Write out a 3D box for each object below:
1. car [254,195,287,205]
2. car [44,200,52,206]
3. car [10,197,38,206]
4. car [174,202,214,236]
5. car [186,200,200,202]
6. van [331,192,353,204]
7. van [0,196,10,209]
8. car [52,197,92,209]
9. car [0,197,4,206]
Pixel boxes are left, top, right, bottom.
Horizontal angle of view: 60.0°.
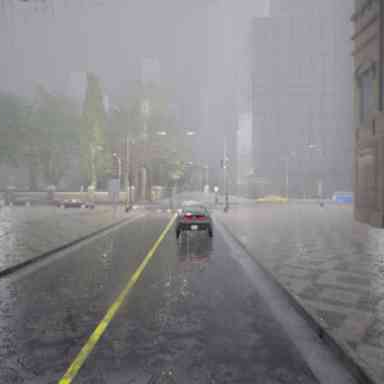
[{"bbox_3d":[11.964,1.158,50.623,4.829,1.417,1.752,-1,1,0],"label":"car"},{"bbox_3d":[-20.382,1.456,50.840,4.206,1.307,1.802,0,1,0],"label":"car"},{"bbox_3d":[-25.907,1.453,50.876,4.403,1.369,2.008,0,1,0],"label":"car"},{"bbox_3d":[0.112,1.458,17.956,1.837,1.490,4.892,0,-1,0],"label":"car"},{"bbox_3d":[0.113,1.449,30.966,2.033,1.411,5.357,0,0,1],"label":"car"},{"bbox_3d":[23.372,0.850,50.542,3.998,1.788,1.690,-1,1,0],"label":"van"},{"bbox_3d":[-25.954,1.334,42.348,3.998,1.788,1.690,0,1,0],"label":"van"},{"bbox_3d":[-14.903,1.484,42.277,4.403,1.369,2.008,0,1,0],"label":"car"},{"bbox_3d":[-31.433,1.490,50.911,4.313,1.339,1.947,0,1,0],"label":"car"}]
